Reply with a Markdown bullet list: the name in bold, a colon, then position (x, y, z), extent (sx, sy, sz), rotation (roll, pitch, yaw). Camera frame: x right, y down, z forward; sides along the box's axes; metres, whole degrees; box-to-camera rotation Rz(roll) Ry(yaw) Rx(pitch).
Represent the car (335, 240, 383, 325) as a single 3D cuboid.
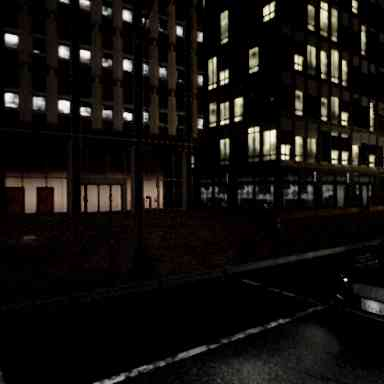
- **car**: position (4.726, 1.462, 6.466), extent (4.902, 1.511, 2.128), rotation (0, 0, -36)
